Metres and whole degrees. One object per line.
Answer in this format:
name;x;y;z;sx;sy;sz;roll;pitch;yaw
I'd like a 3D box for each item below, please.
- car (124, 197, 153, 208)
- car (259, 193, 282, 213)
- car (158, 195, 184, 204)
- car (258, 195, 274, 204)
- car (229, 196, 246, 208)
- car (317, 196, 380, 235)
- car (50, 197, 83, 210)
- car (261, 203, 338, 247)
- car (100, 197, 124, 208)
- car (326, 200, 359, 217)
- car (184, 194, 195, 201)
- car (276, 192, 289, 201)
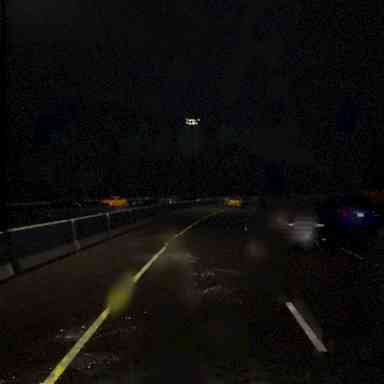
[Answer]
car;-7.068;1.416;46.552;2.128;1.511;4.902;0;0;17
car;8.536;1.315;36.684;2.097;1.767;4.553;0;0;14
car;-3.166;1.281;47.331;2.097;1.767;4.553;0;0;17
car;14.207;1.440;63.774;1.837;1.490;4.892;0;0;25
car;6.501;1.401;47.236;1.801;1.575;5.366;0;0;18
car;8.520;1.209;18.772;2.150;2.045;5.566;0;0;8
car;-15.655;1.396;41.707;1.882;1.535;5.008;0;0;15
car;4.552;1.478;14.945;2.128;1.511;4.902;0;0;6
car;-10.834;1.397;46.160;1.882;1.535;5.008;0;0;16
car;14.727;1.526;32.821;2.033;1.411;5.357;0;0;14
car;-0.982;1.248;80.183;1.882;1.535;5.008;0;0;27
car;20.550;1.001;75.973;2.150;2.045;5.566;0;0;31
